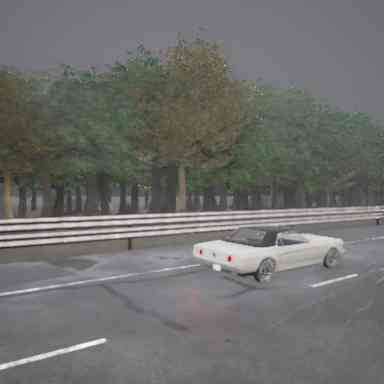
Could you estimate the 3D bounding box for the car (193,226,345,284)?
[{"bbox_3d":[2.442,1.657,9.787,4.718,1.301,1.895,1,0,-35],"label":"car"}]
